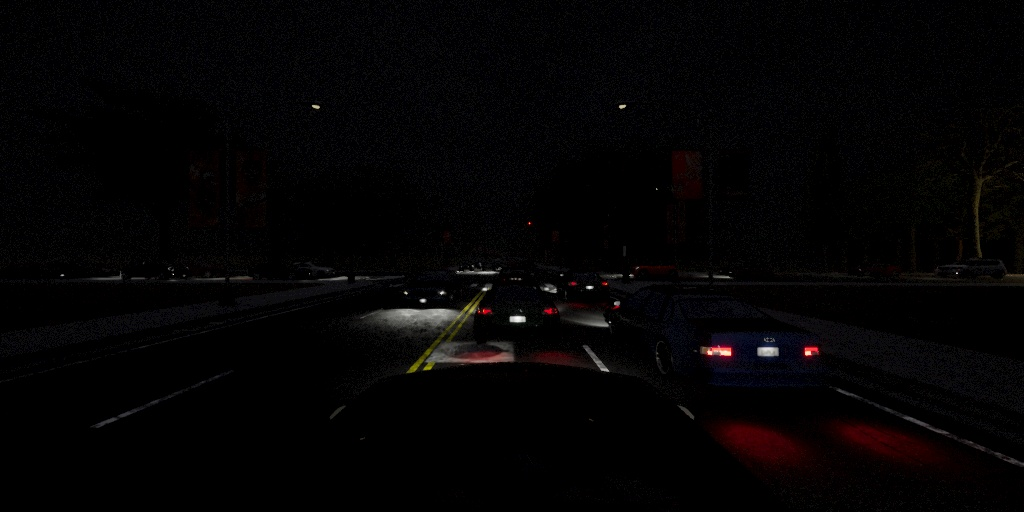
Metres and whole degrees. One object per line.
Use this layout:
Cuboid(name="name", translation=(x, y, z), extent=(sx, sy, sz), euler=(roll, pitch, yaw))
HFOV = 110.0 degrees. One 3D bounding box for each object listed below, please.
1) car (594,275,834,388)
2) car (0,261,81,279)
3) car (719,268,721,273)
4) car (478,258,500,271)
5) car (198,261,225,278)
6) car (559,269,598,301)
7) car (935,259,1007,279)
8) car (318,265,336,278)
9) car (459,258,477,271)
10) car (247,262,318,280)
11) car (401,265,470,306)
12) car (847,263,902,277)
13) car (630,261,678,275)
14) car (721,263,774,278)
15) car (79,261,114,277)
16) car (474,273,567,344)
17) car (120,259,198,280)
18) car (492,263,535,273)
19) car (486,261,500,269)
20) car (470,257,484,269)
Cuboid(name="car", translation=(3.352, 1.302, 7.207), extent=(2.033, 1.411, 5.357), euler=(0, 0, 0))
Cuboid(name="car", translation=(-39.772, 1.288, 29.954), extent=(4.718, 1.301, 1.895), euler=(0, 0, -1))
Cuboid(name="car", translation=(25.988, 1.483, 40.412), extent=(4.892, 1.490, 1.837), euler=(1, 0, 0))
Cuboid(name="car", translation=(-3.313, 1.406, 52.753), extent=(2.128, 1.511, 4.902), euler=(0, 0, 0))
Cuboid(name="car", translation=(-29.118, 1.203, 33.297), extent=(5.008, 1.535, 1.882), euler=(0, 0, -1))
Cuboid(name="car", translation=(3.358, 1.340, 17.553), extent=(1.994, 1.385, 4.181), euler=(0, 0, 0))
Cuboid(name="car", translation=(47.631, 1.338, 37.262), extent=(5.566, 2.045, 2.150), euler=(1, 0, 0))
Cuboid(name="car", translation=(-18.923, 1.288, 33.396), extent=(4.674, 1.442, 1.812), euler=(0, 0, -1))
Cuboid(name="car", translation=(-6.565, 1.417, 52.201), extent=(1.837, 1.490, 4.892), euler=(0, 0, 0))
Cuboid(name="car", translation=(-19.446, 1.259, 30.139), extent=(4.892, 1.490, 1.837), euler=(0, 0, -1))
Cuboid(name="car", translation=(-3.371, 1.319, 16.256), extent=(2.033, 1.411, 5.357), euler=(0, 0, 0))
Cuboid(name="car", translation=(40.886, 1.546, 40.506), extent=(5.008, 1.535, 1.882), euler=(0, 0, 0))
Cuboid(name="car", translation=(14.600, 1.266, 37.062), extent=(4.553, 1.767, 2.097), euler=(0, 0, -1))
Cuboid(name="car", translation=(24.642, 1.529, 37.151), extent=(4.181, 1.385, 1.994), euler=(0, 0, 0))
Cuboid(name="car", translation=(-39.959, 1.184, 33.204), extent=(4.902, 1.511, 2.128), euler=(0, 0, 0))
Cuboid(name="car", translation=(0.107, 1.321, 9.659), extent=(1.994, 1.385, 4.181), euler=(0, 0, 0))
Cuboid(name="car", translation=(-29.723, 1.070, 30.043), extent=(4.553, 1.767, 2.097), euler=(0, 0, -1))
Cuboid(name="car", translation=(0.099, 1.284, 18.565), extent=(1.837, 1.490, 4.892), euler=(0, 0, 0))
Cuboid(name="car", translation=(-3.290, 1.523, 62.504), extent=(2.033, 1.411, 5.357), euler=(0, 0, 1))
Cuboid(name="car", translation=(-6.550, 1.193, 62.052), extent=(2.150, 2.045, 5.566), euler=(0, 0, 0))
